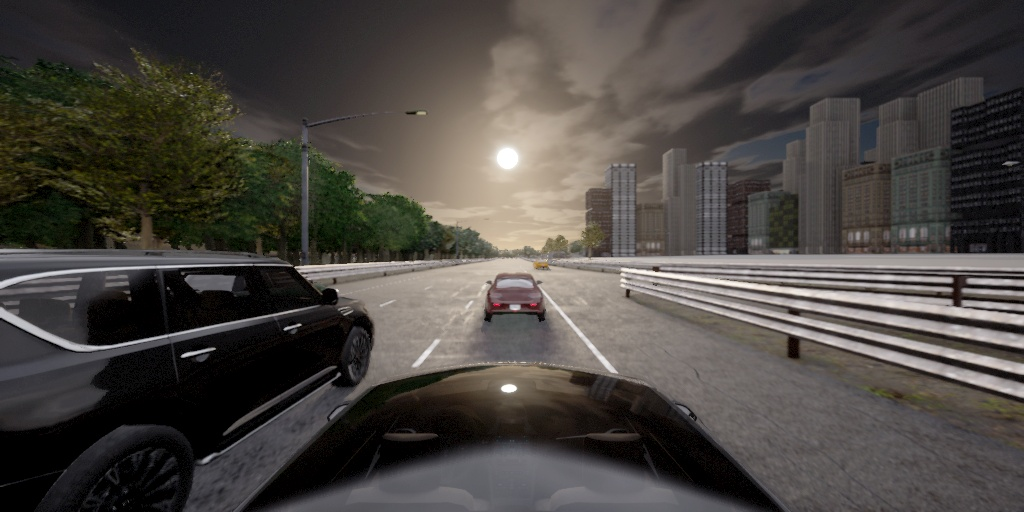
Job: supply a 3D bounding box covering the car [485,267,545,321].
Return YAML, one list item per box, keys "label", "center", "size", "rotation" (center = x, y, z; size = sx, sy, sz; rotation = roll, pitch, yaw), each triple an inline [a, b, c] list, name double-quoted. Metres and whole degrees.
- label: "car"
  center: [0.083, 1.274, 12.388]
  size: [1.812, 1.442, 4.674]
  rotation: [0, 0, 0]

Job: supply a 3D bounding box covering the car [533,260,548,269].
- label: "car"
  center: [4.604, 1.323, 58.160]
  size: [1.882, 1.535, 5.008]
  rotation: [0, 0, -5]

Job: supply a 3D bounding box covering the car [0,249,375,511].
- label: "car"
  center: [-3.402, 0.971, 3.751]
  size: [2.150, 2.045, 5.566]
  rotation: [0, 0, 0]

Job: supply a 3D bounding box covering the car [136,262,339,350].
- label: "car"
  center: [-6.904, 1.100, 9.851]
  size: [2.097, 1.767, 4.553]
  rotation: [0, 0, 0]
